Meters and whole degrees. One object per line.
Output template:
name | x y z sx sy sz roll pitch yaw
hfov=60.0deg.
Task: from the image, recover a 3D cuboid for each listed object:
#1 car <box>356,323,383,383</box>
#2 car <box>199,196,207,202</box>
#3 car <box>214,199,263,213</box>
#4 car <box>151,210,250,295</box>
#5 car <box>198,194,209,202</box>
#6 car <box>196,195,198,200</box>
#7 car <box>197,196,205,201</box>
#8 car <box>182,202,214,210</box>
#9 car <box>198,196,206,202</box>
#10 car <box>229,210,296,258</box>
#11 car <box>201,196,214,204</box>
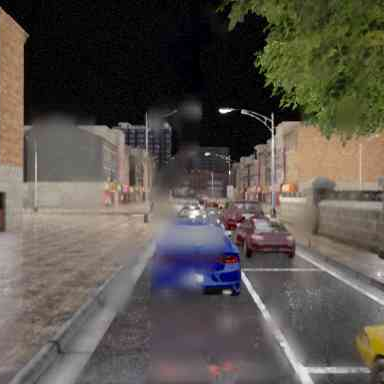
car | 2.643 1.523 1.723 1.752 1.417 4.829 1 0 0
car | 2.474 1.648 76.955 1.802 1.307 4.206 0 0 0
car | 2.609 1.303 17.901 2.192 1.841 5.009 1 0 0
car | 0.080 1.469 8.702 1.882 1.535 5.008 0 0 0
car | 2.511 1.573 60.644 1.887 1.381 4.507 1 0 0
car | 2.501 1.354 66.081 2.192 1.841 5.009 1 0 0
car | 2.450 1.649 87.831 2.008 1.369 4.403 0 0 0
car | 0.059 1.536 18.642 2.033 1.411 5.357 0 0 0
car | 2.462 1.664 82.393 1.802 1.307 4.206 0 0 0
car | 2.618 1.572 12.453 1.802 1.307 4.206 1 0 0
car | 2.547 1.547 44.332 1.887 1.381 4.507 1 0 0
